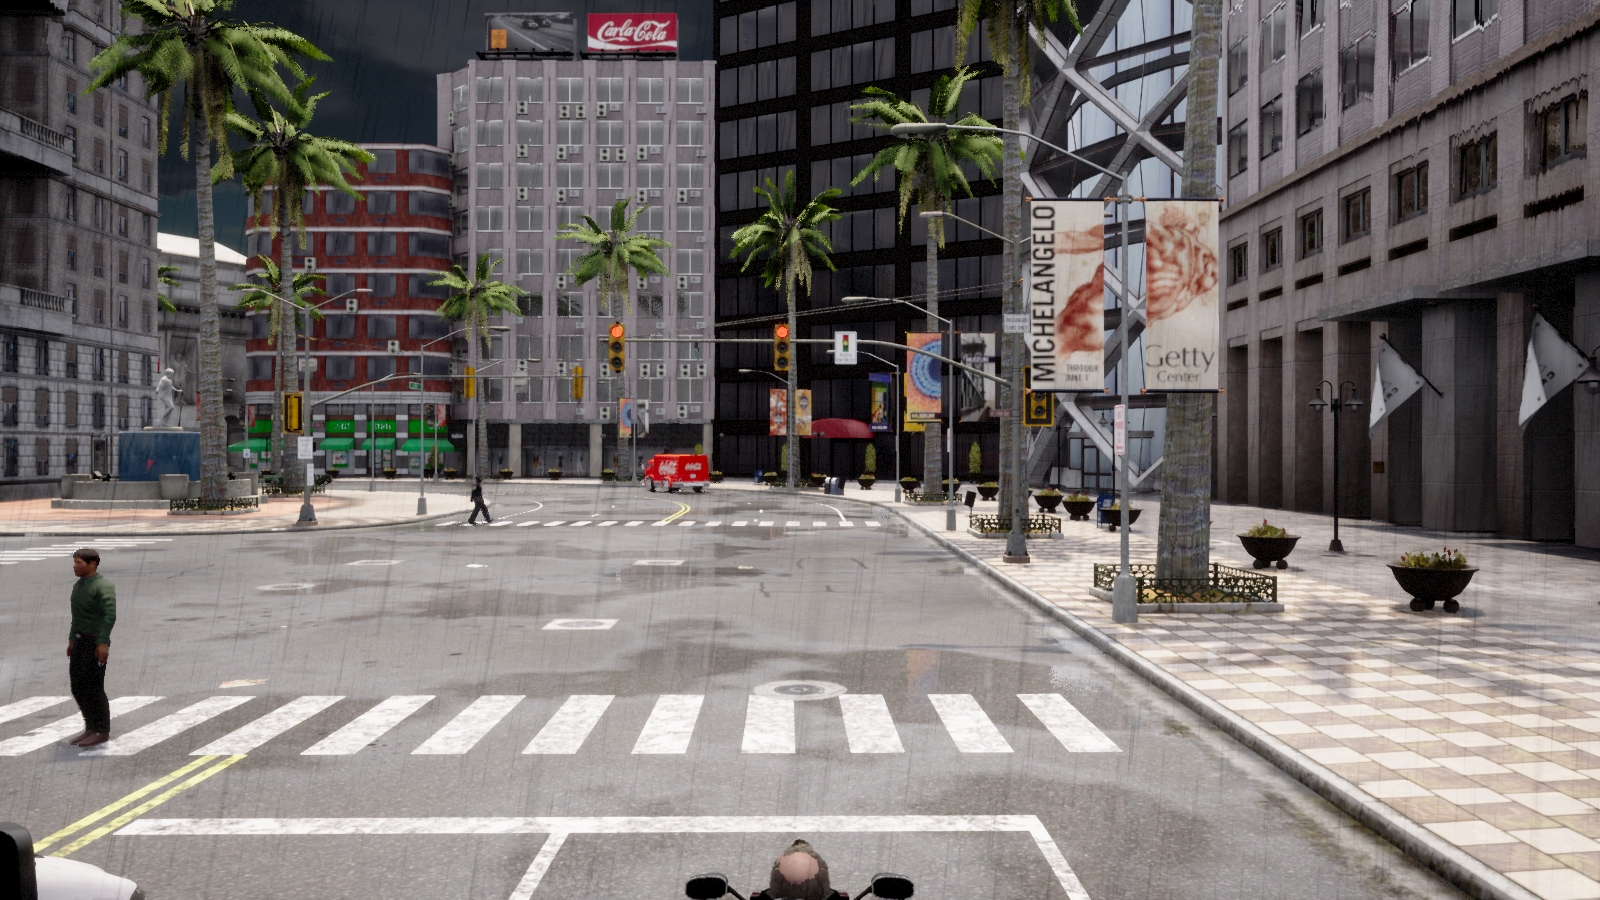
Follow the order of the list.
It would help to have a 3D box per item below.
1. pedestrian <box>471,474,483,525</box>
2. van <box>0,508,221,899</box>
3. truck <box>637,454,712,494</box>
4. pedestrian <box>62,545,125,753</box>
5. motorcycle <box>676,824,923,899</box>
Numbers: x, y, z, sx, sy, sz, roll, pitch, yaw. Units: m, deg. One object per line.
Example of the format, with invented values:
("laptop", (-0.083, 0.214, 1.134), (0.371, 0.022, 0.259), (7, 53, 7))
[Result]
("pedestrian", (-11.936, 1.832, 42.207), (0.375, 1.860, 0.375), (0, 0, -4))
("van", (-3.507, 1.533, 1.998), (1.988, 2.561, 5.915), (0, 0, 0))
("truck", (-8.234, 1.539, 74.540), (2.627, 2.467, 5.204), (0, 0, -35))
("pedestrian", (-6.629, 1.843, 10.723), (0.375, 1.860, 0.375), (0, 0, 33))
("motorcycle", (-0.001, 2.203, 3.717), (0.867, 1.251, 2.209), (0, 0, 0))
